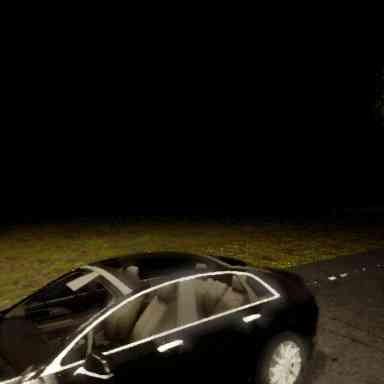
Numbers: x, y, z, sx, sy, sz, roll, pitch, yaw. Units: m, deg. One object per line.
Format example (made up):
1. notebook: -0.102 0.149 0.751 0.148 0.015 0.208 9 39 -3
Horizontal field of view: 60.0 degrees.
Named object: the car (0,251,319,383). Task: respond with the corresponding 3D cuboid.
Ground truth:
1. car: -0.640 1.504 3.536 4.892 1.490 1.837 0 0 -36
